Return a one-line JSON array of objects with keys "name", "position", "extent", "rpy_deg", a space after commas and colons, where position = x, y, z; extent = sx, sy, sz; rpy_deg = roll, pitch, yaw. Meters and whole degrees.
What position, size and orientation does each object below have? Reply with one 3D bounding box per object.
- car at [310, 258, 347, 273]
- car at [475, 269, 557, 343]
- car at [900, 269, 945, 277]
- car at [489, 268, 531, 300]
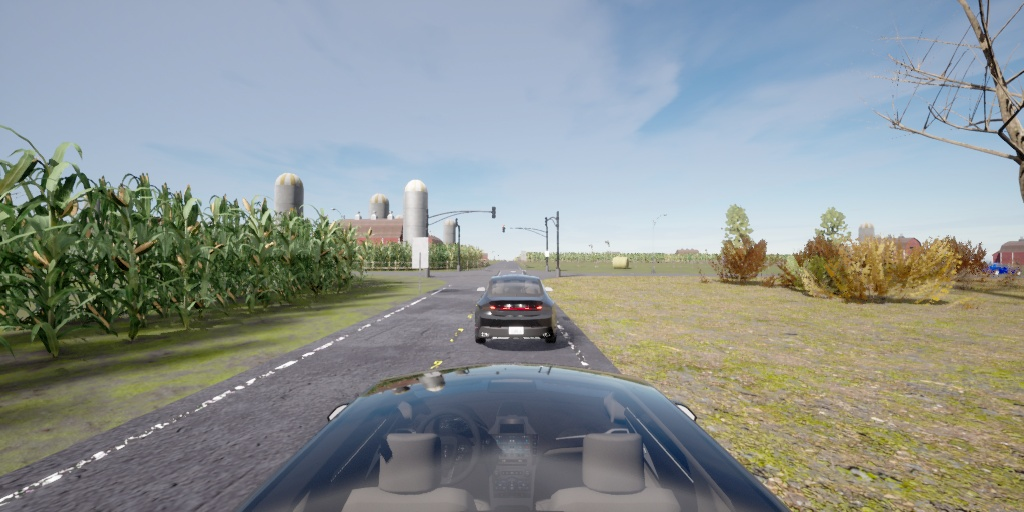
[{"name": "car", "position": [-19.826, 0.930, 37.643], "extent": [4.553, 1.767, 2.097], "rpy_deg": [0, -1, -3]}, {"name": "car", "position": [0.080, 1.259, 9.656], "extent": [1.837, 1.490, 4.892], "rpy_deg": [0, 0, 0]}, {"name": "car", "position": [48.561, 1.768, 42.517], "extent": [4.181, 1.385, 1.994], "rpy_deg": [1, -1, -5]}, {"name": "car", "position": [0.034, 1.360, 18.807], "extent": [1.895, 1.301, 4.718], "rpy_deg": [0, 0, 4]}]
